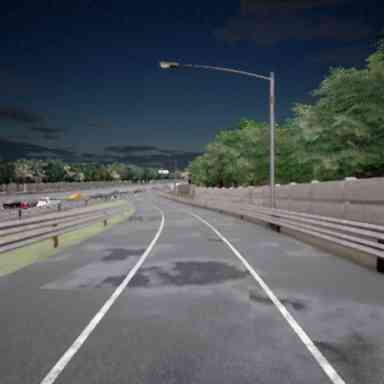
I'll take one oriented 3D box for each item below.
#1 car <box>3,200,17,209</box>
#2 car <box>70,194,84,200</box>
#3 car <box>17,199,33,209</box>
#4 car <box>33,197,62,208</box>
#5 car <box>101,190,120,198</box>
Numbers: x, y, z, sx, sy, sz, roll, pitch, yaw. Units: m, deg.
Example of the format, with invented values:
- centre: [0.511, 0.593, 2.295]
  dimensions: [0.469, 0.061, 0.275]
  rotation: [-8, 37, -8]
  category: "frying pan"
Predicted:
- centre: [-33.493, 2.237, 63.137]
  dimensions: [1.882, 1.535, 5.008]
  rotation: [0, 3, 7]
  category: "car"
- centre: [-30.314, 1.131, 87.664]
  dimensions: [1.882, 1.535, 5.008]
  rotation: [0, 3, 7]
  category: "car"
- centre: [-30.027, 2.098, 62.637]
  dimensions: [2.097, 1.767, 4.553]
  rotation: [0, 3, 7]
  category: "car"
- centre: [-26.547, 1.959, 62.255]
  dimensions: [2.150, 2.045, 5.566]
  rotation: [0, 3, 7]
  category: "car"
- centre: [-22.647, 0.799, 92.355]
  dimensions: [2.097, 1.767, 4.553]
  rotation: [0, 2, 7]
  category: "car"
